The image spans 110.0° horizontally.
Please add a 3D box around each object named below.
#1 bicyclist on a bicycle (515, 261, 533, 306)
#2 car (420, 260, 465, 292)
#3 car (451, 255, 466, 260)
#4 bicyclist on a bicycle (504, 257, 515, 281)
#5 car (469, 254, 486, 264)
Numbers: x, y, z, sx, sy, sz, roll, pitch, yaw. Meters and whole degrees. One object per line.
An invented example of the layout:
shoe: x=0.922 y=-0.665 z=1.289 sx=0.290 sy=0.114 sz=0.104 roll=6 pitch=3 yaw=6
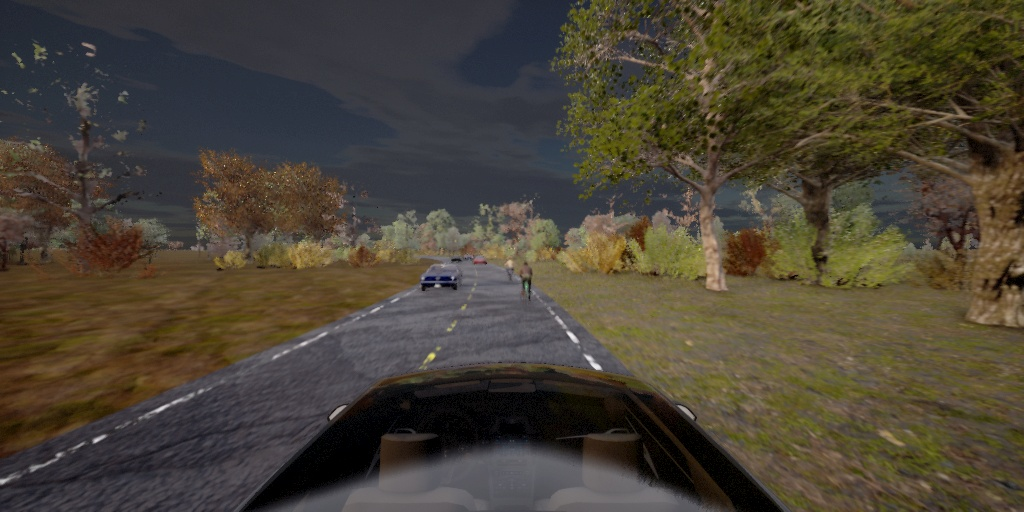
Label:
bicyclist on a bicycle: x=0.541 y=1.029 z=13.505 sx=0.582 sy=1.620 sz=1.656 roll=-1 pitch=1 yaw=-3
car: x=-3.711 y=1.108 z=19.450 sx=1.895 sy=1.301 sz=4.718 roll=0 pitch=1 yaw=-4
car: x=-9.620 y=0.501 z=62.206 sx=1.895 sy=1.301 sz=4.718 roll=0 pitch=1 yaw=-12
bicyclist on a bicycle: x=-0.106 y=0.865 z=23.821 sx=0.866 sy=1.612 sz=1.509 roll=0 pitch=1 yaw=-4
car: x=-5.113 y=0.544 z=55.404 sx=1.994 sy=1.385 sz=4.181 roll=0 pitch=1 yaw=-10
